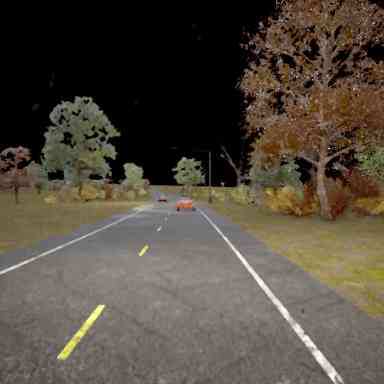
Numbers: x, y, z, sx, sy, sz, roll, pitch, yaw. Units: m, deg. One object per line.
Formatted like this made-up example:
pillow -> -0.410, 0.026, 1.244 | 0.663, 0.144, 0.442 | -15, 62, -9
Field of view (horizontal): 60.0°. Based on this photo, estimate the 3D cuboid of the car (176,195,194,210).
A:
car -> -0.828, 1.322, 41.481 | 2.097, 1.767, 4.553 | 0, 0, -2

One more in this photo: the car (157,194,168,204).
car -> -5.652, 1.532, 63.970 | 1.895, 1.301, 4.718 | 0, 0, -3

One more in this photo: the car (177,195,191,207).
car -> -1.316, 1.304, 51.695 | 2.097, 1.767, 4.553 | 0, 0, -3
